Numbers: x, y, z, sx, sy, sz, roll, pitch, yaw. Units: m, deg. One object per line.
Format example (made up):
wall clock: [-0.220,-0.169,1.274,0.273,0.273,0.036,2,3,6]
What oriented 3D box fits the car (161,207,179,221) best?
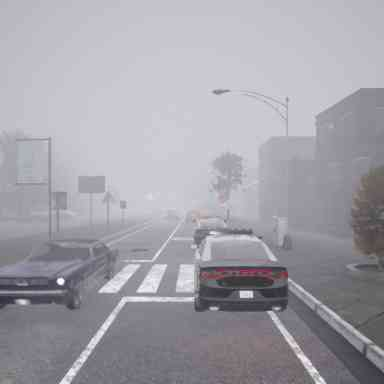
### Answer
car: [-3.044,3.414,49.936,2.097,1.767,4.553,0,-2,0]

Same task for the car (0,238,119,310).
car: [-3.332,1.945,8.761,1.895,1.301,4.718,0,-2,0]

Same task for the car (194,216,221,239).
car: [1.064,2.527,24.551,1.812,1.442,4.674,0,-2,0]

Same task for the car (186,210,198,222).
car: [0.210,3.278,46.665,2.097,1.767,4.553,0,-2,1]

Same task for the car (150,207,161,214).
car: [-8.464,5.087,87.008,4.892,1.521,2.231,0,-3,0]

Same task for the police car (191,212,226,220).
police car: [1.037,2.179,18.665,1.930,1.638,5.238,0,-2,0]

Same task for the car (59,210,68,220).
car: [-21.746,3.496,49.440,4.892,1.521,2.231,0,-2,0]

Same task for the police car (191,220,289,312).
police car: [0.999,1.766,8.664,1.930,1.638,5.238,0,-2,0]

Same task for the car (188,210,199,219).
car: [0.253,4.033,60.097,2.033,1.411,5.357,0,-2,0]

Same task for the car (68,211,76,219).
car: [-21.740,3.632,52.711,5.008,1.535,2.097,0,-2,0]

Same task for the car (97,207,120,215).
car: [-21.559,4.965,84.316,5.008,1.535,2.097,0,-2,0]

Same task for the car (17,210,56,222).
car: [-21.766,3.397,46.166,4.674,1.452,2.002,0,-2,0]

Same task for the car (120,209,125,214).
car: [-21.541,5.219,89.879,5.008,1.535,2.097,0,-3,0]

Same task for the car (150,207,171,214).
car: [-8.484,4.964,89.818,5.566,2.045,2.435,0,-3,0]
